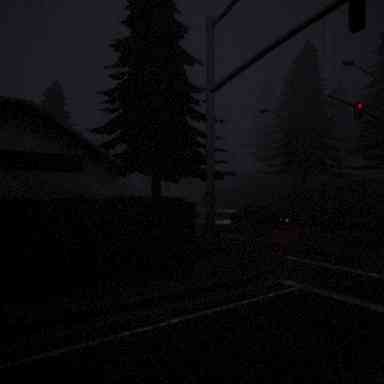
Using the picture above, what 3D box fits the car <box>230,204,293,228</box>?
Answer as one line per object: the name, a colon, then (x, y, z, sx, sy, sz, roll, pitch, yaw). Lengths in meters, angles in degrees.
car: (4.467, 1.510, 21.960, 1.812, 1.442, 4.674, 0, 0, -33)
